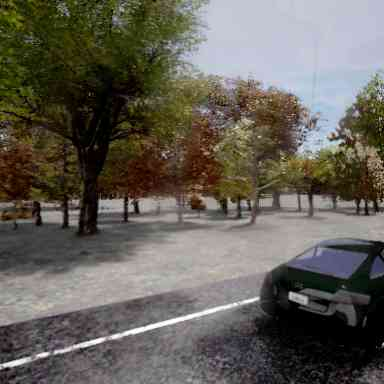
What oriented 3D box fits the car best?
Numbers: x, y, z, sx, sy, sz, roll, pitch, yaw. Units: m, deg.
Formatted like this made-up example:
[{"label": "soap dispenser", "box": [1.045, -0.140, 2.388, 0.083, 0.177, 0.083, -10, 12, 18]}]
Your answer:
[{"label": "car", "box": [3.231, 1.566, 6.172, 4.181, 1.385, 1.994, 0, 0, -35]}]
